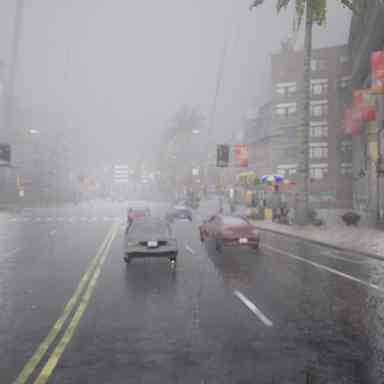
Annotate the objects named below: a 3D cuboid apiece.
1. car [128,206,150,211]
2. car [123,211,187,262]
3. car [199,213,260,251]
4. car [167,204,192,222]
[{"bbox_3d":[-4.513,1.881,28.267,1.895,1.301,4.718,0,-1,-10],"label":"car"},{"bbox_3d":[-1.666,1.675,12.811,2.033,1.411,5.357,0,-1,-10],"label":"car"},{"bbox_3d":[1.539,1.672,14.791,1.812,1.442,4.674,0,0,-10],"label":"car"},{"bbox_3d":[-1.177,1.818,29.538,1.812,1.442,4.674,0,0,-10],"label":"car"}]
